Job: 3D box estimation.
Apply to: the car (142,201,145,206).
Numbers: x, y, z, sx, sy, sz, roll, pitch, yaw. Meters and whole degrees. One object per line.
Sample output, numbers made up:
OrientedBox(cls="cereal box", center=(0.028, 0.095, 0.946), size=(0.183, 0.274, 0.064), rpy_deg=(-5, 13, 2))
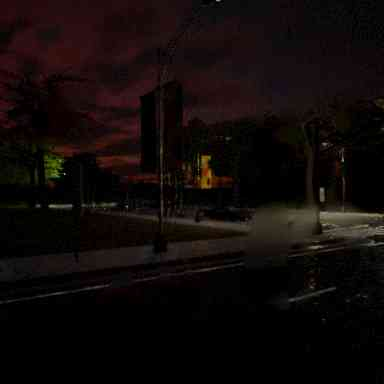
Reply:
OrientedBox(cls="car", center=(-11.323, 2.337, 64.607), size=(2.033, 1.411, 5.357), rpy_deg=(-1, 0, -35))

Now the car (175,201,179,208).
OrientedBox(cls="car", center=(-4.143, 2.182, 60.047), size=(1.837, 1.490, 4.892), rpy_deg=(-1, 0, -35))

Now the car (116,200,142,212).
OrientedBox(cls="car", center=(-10.100, 2.097, 51.419), size=(2.097, 1.767, 4.553), rpy_deg=(-1, 0, -34))

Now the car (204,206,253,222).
OrientedBox(cls="car", center=(3.386, 2.064, 32.057), size=(2.033, 1.411, 5.357), rpy_deg=(-1, 0, -35))

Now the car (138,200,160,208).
OrientedBox(cls="car", center=(-8.660, 2.302, 66.470), size=(2.033, 1.411, 5.357), rpy_deg=(-1, 0, -35))

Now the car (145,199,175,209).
OrientedBox(cls="car", center=(-5.465, 2.041, 56.294), size=(2.097, 1.767, 4.553), rpy_deg=(-1, 0, -35))
